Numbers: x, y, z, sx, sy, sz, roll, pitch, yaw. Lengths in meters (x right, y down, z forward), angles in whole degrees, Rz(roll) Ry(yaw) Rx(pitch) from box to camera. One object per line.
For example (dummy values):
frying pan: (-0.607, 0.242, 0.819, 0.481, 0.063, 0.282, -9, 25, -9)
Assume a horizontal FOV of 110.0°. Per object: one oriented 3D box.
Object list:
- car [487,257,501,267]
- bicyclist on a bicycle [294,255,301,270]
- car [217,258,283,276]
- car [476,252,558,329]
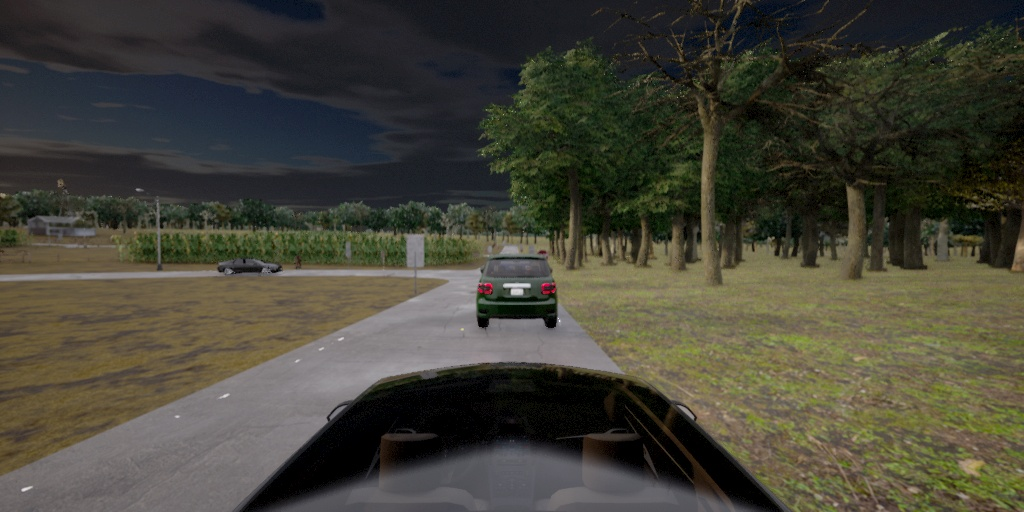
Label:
car: (-2.593, 0.885, 53.151, 1.895, 1.301, 4.718, 0, 1, 0)
bicyclist on a bicycle: (-23.273, 0.685, 38.986, 0.582, 1.620, 1.656, 0, 1, -11)
car: (-23.703, 0.955, 32.576, 4.892, 1.490, 1.837, 0, 2, -14)
car: (0.142, 0.942, 11.335, 2.150, 2.045, 5.566, 0, 0, 0)
